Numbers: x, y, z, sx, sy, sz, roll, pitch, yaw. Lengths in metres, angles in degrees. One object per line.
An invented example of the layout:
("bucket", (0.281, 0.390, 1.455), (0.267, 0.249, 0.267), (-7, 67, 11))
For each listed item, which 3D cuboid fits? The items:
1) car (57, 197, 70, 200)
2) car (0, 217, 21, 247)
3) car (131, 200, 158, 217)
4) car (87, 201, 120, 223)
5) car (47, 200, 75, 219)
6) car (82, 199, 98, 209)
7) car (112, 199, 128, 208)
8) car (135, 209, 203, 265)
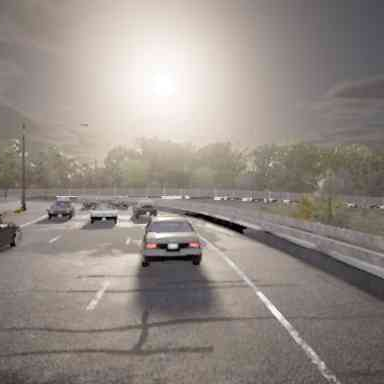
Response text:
("car", (-17.459, 1.481, 45.015), (1.882, 1.535, 5.008), (0, 0, -25))
("car", (-7.966, 1.518, 12.222), (1.837, 1.490, 4.892), (0, 0, -7))
("car", (-4.223, 1.478, 29.498), (1.837, 1.490, 4.892), (0, 0, -15))
("car", (-6.706, 1.591, 25.486), (1.895, 1.301, 4.718), (0, 0, -14))
("car", (-11.291, 1.603, 28.998), (1.895, 1.301, 4.718), (0, 0, -16))
("car", (-13.935, 1.590, 45.811), (1.895, 1.301, 4.718), (0, 0, -25))
("car", (-10.384, 1.575, 46.463), (1.895, 1.301, 4.718), (0, 0, -24))
("car", (-0.800, 1.533, 11.624), (2.033, 1.411, 5.357), (0, 0, -6))
